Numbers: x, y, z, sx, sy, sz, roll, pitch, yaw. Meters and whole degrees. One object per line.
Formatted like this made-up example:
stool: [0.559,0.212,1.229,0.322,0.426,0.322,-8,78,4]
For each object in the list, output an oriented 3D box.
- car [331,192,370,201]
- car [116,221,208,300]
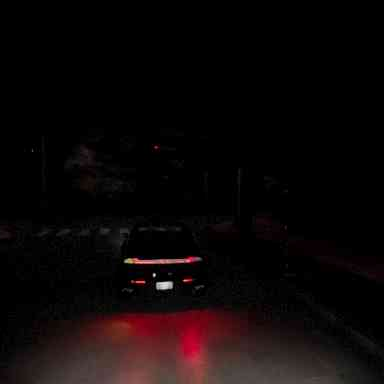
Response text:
car: [15.970,1.061,32.993,5.566,2.045,2.150,0,0,-12]
car: [-0.841,1.491,8.461,2.128,1.511,4.902,0,0,-8]
